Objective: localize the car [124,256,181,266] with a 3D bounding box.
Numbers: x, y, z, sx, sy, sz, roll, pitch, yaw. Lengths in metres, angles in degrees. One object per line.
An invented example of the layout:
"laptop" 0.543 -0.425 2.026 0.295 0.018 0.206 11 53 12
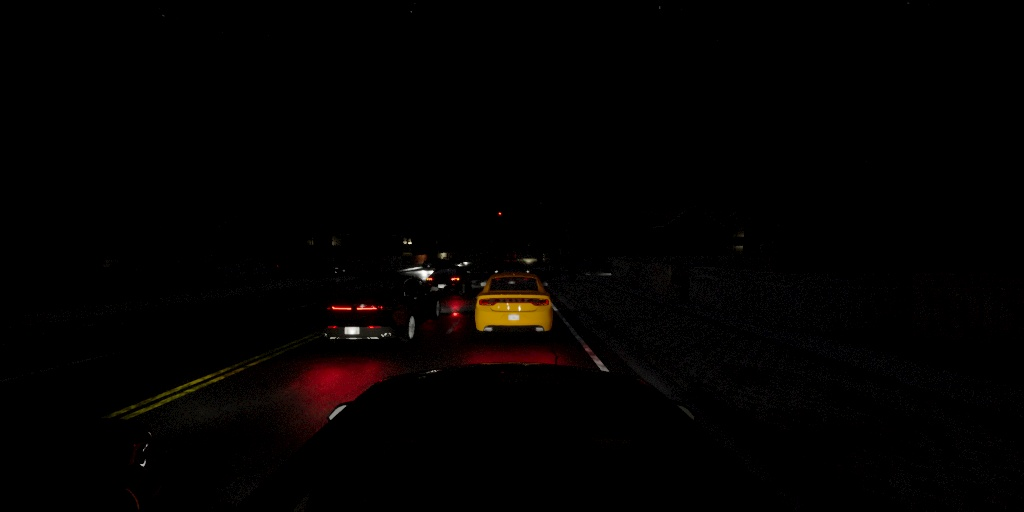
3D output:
"car" -31.037 1.041 31.538 5.566 2.045 2.150 -1 1 3

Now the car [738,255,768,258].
"car" 22.769 0.735 34.778 4.553 1.767 2.097 0 1 -2

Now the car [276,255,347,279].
"car" -17.387 0.950 31.145 5.566 2.045 2.150 -1 1 0

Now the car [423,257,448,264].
"car" -9.918 0.932 45.159 2.128 1.511 4.902 0 1 0

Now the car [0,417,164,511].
"car" -3.149 1.228 0.180 1.882 1.535 5.008 0 0 0

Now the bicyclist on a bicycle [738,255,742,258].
"bicyclist on a bicycle" 18.406 0.782 28.792 0.582 1.620 1.656 0 0 -2

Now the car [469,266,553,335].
"car" 0.062 1.209 10.475 1.882 1.535 5.008 0 0 0

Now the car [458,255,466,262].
"car" -9.914 0.655 63.949 1.882 1.535 5.008 0 1 0

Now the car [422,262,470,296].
"car" -3.248 1.212 18.899 1.812 1.442 4.674 0 0 1

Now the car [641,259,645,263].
"car" 12.793 1.012 34.519 5.357 1.411 2.033 -1 1 -6

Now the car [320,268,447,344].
"car" -3.190 1.239 9.590 1.837 1.490 4.892 0 0 0

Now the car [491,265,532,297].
"car" 0.008 1.247 19.364 1.994 1.385 4.181 0 0 1

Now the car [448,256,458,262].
"car" -9.934 0.904 54.343 1.994 1.385 4.181 0 1 0
